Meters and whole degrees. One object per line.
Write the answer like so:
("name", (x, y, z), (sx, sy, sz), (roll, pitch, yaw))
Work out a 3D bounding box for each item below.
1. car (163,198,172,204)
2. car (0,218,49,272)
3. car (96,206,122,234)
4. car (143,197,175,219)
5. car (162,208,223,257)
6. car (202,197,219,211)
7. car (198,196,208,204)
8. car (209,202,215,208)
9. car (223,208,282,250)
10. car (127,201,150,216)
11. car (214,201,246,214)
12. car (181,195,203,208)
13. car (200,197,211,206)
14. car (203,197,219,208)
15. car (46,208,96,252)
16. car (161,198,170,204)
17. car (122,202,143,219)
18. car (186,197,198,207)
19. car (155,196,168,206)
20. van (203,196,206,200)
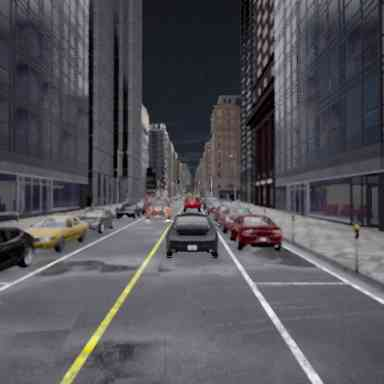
("car", (-5.985, 2.105, 82.100), (1.887, 1.381, 4.507), (1, 0, 0))
("car", (-5.863, 1.625, 8.982), (1.947, 1.339, 4.313), (1, 0, 0))
("car", (-5.882, 1.684, 20.232), (2.008, 1.369, 4.403), (1, 0, 0))
("car", (-3.051, 1.626, 31.780), (2.097, 1.767, 4.553), (0, 0, 0))
("car", (0.000, 1.592, 13.253), (1.837, 1.490, 4.892), (0, -1, 0))
("car", (2.599, 1.638, 48.361), (2.192, 1.841, 5.009), (1, 0, 0))
("car", (2.553, 1.836, 76.482), (2.192, 1.841, 5.009), (1, 0, 0))
("car", (2.635, 1.716, 25.864), (1.887, 1.381, 4.507), (1, 0, 0))
("car", (2.654, 1.642, 14.615), (1.887, 1.381, 4.507), (1, 0, 0))
("car", (-5.910, 1.791, 37.105), (1.887, 1.381, 4.507), (1, 0, 0))
("car", (2.645, 1.574, 20.240), (1.967, 1.590, 4.097), (1, 0, 0))
("car", (0.028, 1.515, 44.085), (2.150, 2.045, 5.566), (0, 0, 0))
("car", (2.570, 1.882, 65.233), (1.967, 1.590, 4.097), (1, 0, 0))
("car", (2.617, 1.687, 37.112), (1.967, 1.590, 4.097), (1, 0, 0))
("car", (-5.872, 1.621, 14.437), (1.752, 1.417, 4.829), (1, 0, 0))
("car", (-5.975, 2.045, 76.306), (1.752, 1.417, 4.829), (1, 0, 0))
("car", (-5.901, 1.774, 31.480), (1.947, 1.339, 4.313), (1, 0, 0))
("car", (0.000, 1.764, 61.103), (2.097, 1.767, 4.553), (0, 0, 0))
("car", (-5.954, 1.756, 65.228), (2.192, 1.841, 5.009), (1, 0, 0))
("van", (2.609, 1.626, 42.737), (1.690, 1.788, 3.998), (1, 0, 0))
